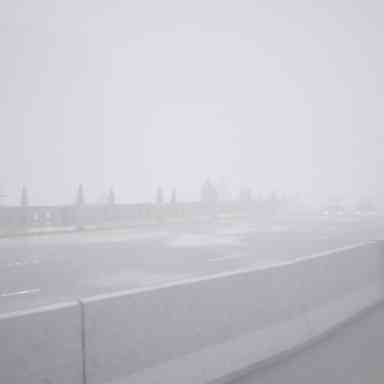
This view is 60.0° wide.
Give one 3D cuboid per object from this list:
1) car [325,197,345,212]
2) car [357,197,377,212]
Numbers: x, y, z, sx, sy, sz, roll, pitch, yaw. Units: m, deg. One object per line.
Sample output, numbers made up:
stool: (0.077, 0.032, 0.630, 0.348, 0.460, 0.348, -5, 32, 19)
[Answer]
car: (17.904, 1.479, 41.617, 2.097, 1.767, 4.553, 0, 0, 27)
car: (21.314, 1.469, 40.578, 2.097, 1.767, 4.553, 0, 0, 27)
